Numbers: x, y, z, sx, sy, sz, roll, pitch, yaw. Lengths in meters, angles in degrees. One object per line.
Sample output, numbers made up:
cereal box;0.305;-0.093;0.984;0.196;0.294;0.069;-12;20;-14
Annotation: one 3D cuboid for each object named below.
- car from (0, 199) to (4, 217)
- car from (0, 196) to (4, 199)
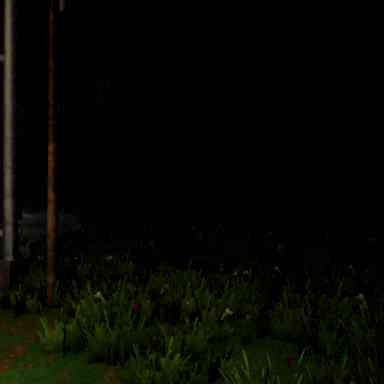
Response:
car;-13.104;1.451;21.011;1.882;1.535;5.008;0;0;-18
car;-26.101;1.325;43.685;4.553;1.767;2.097;0;0;39
